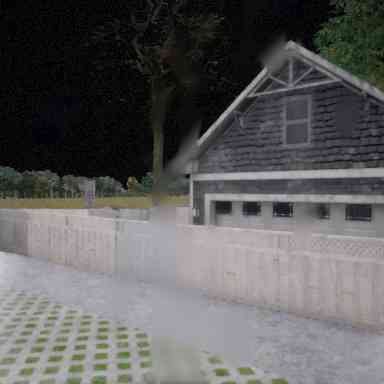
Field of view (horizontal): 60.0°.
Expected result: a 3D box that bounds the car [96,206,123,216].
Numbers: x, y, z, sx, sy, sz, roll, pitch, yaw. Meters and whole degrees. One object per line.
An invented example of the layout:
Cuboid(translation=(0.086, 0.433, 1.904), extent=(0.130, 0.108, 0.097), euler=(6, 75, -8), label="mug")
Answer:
Cuboid(translation=(-7.116, 1.840, 27.940), extent=(1.994, 1.385, 4.181), euler=(0, -1, 35), label="car")

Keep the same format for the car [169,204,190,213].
Cuboid(translation=(-1.236, 2.019, 36.305), extent=(1.895, 1.301, 4.718), euler=(0, -1, 35), label="car")
